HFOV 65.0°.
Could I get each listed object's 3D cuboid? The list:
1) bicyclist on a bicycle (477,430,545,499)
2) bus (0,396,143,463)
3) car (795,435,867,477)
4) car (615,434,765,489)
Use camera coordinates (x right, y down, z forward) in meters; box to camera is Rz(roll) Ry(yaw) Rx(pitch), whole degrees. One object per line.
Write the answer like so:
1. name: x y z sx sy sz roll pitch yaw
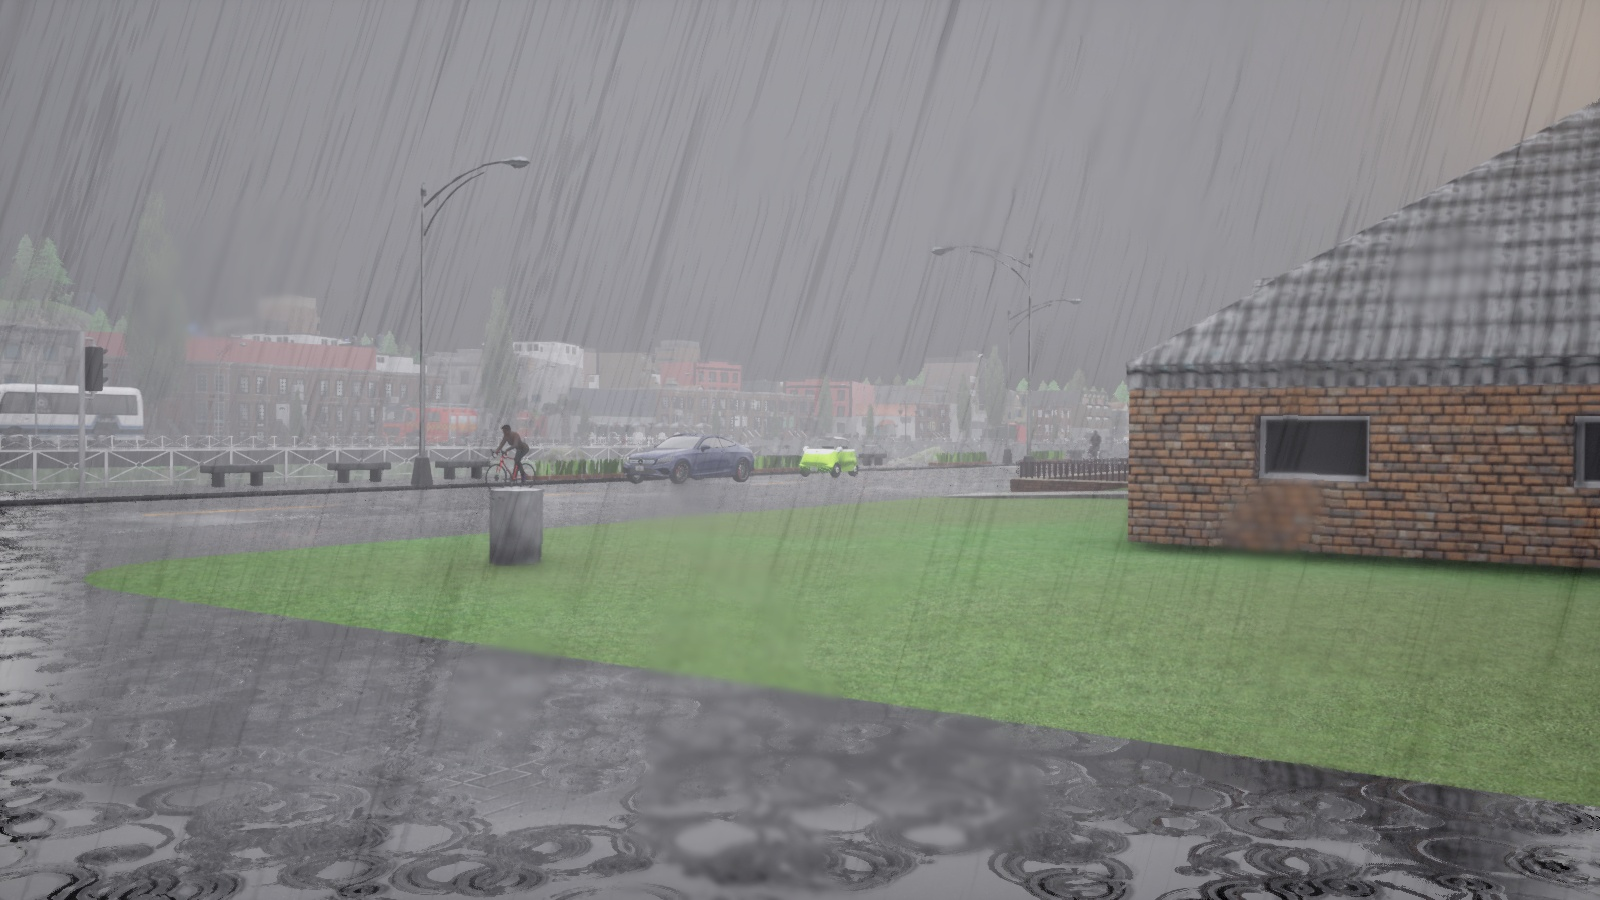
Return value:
1. bicyclist on a bicycle: -7.035 0.330 30.608 0.582 1.620 1.656 0 1 34
2. bus: -50.266 -1.339 84.191 3.944 4.253 10.273 0 1 34
3. car: 1.065 0.192 42.806 1.481 1.376 2.207 0 1 34
4. car: -3.120 0.287 36.502 1.812 1.442 4.674 0 1 34
